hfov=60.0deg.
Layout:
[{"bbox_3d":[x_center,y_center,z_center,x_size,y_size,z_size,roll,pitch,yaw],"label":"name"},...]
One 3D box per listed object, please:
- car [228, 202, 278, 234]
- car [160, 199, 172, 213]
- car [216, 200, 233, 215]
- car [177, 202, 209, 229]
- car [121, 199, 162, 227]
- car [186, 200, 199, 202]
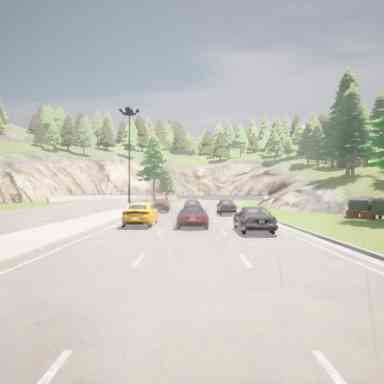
[{"bbox_3d":[3.543,1.548,19.239,2.033,1.411,5.357,0,0,1],"label":"car"},{"bbox_3d":[-3.432,1.527,37.500,1.812,1.442,4.674,0,-1,0],"label":"car"},{"bbox_3d":[3.542,1.548,34.262,2.033,1.411,5.357,0,0,0],"label":"car"},{"bbox_3d":[0.061,1.562,21.488,1.994,1.385,4.181,0,0,1],"label":"car"},{"bbox_3d":[-3.434,1.478,22.533,1.882,1.535,5.008,0,0,0],"label":"car"},{"bbox_3d":[0.043,1.548,34.238,2.033,1.411,5.357,0,0,1],"label":"car"}]
